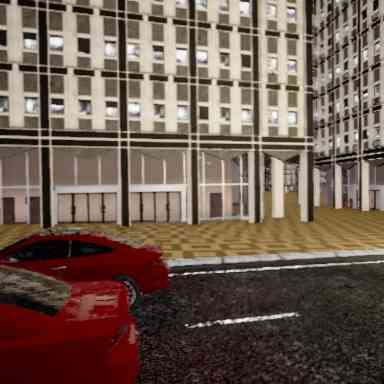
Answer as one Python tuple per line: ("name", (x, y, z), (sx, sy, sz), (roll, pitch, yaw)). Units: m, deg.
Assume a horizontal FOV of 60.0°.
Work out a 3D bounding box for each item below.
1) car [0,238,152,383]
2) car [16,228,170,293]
("car", (-3.014, 1.436, 2.927), (5.008, 1.535, 1.882), (0, 0, -16))
("car", (-2.756, 1.455, 6.401), (4.674, 1.442, 1.812), (0, 0, -16))
